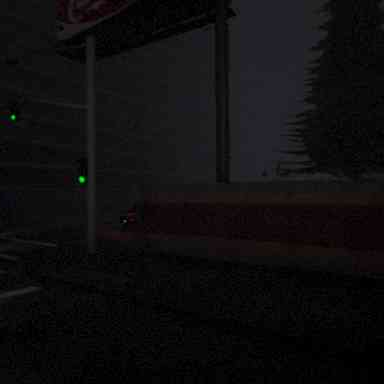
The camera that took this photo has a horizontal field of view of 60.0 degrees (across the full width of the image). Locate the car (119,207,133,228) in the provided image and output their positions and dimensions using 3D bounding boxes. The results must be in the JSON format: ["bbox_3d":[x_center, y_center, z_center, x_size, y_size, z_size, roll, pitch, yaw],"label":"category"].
[{"bbox_3d":[-2.815,1.628,22.859,2.128,1.511,4.902,-1,0,35],"label":"car"}]
